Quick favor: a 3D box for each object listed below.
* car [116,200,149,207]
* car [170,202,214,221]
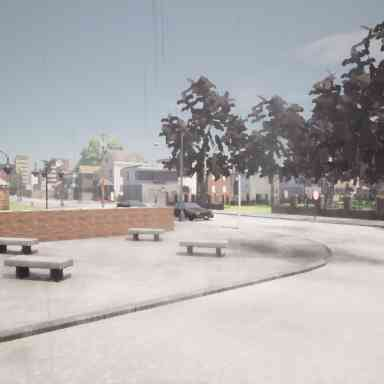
[{"bbox_3d":[-6.526,1.547,36.166,2.033,1.411,5.357,0,0,-35],"label":"car"},{"bbox_3d":[-0.451,1.547,27.588,2.033,1.411,5.357,0,0,-35],"label":"car"}]
